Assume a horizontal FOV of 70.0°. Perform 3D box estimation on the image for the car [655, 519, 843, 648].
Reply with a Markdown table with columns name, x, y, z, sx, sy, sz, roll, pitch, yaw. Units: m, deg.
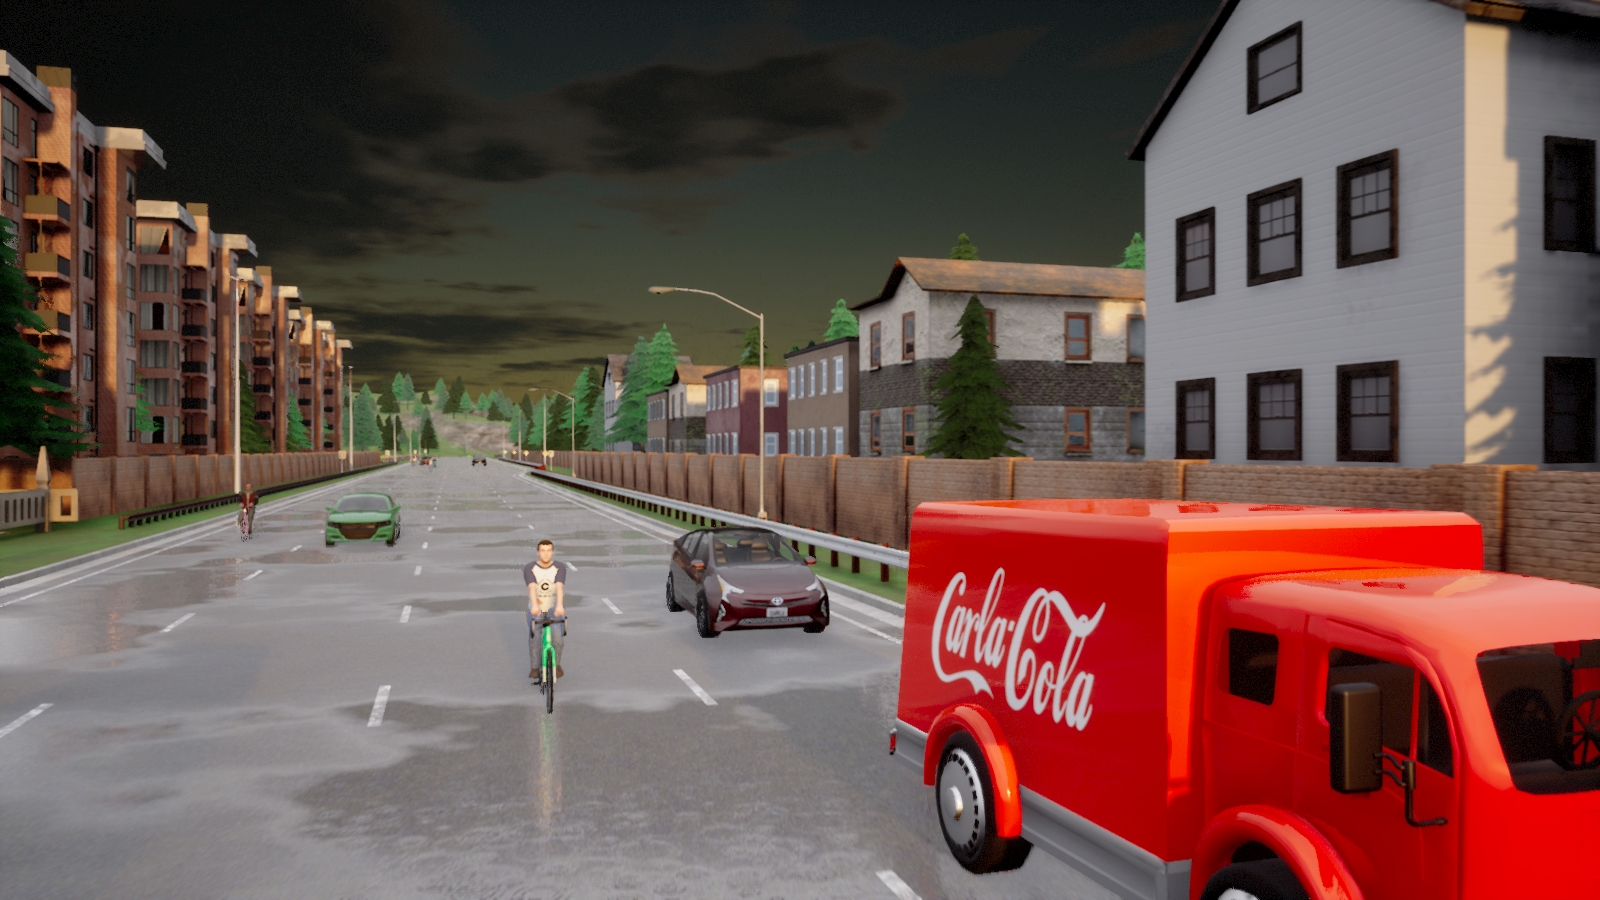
| name | x | y | z | sx | sy | sz | roll | pitch | yaw |
| --- | --- | --- | --- | --- | --- | --- | --- | --- | --- |
| car | -0.986 | 2.038 | 18.648 | 2.007 | 1.525 | 4.514 | 0 | 0 | -17 |

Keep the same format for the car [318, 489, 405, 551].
| name | x | y | z | sx | sy | sz | roll | pitch | yaw |
| --- | --- | --- | --- | --- | --- | --- | --- | --- | --- |
| car | -13.098 | 2.032 | 34.396 | 2.097 | 1.535 | 5.006 | 0 | 0 | -17 |

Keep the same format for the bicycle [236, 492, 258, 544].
| name | x | y | z | sx | sy | sz | roll | pitch | yaw |
| --- | --- | --- | --- | --- | --- | --- | --- | --- | --- |
| bicycle | -16.936 | 2.059 | 35.004 | 0.329 | 1.471 | 1.835 | 0 | 0 | -17 |

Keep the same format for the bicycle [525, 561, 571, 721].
| name | x | y | z | sx | sy | sz | roll | pitch | yaw |
| --- | --- | --- | --- | --- | --- | --- | --- | --- | --- |
| bicycle | -2.810 | 2.055 | 12.653 | 0.373 | 1.496 | 1.643 | 0 | 0 | -17 |

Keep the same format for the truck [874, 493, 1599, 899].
| name | x | y | z | sx | sy | sz | roll | pitch | yaw |
| --- | --- | --- | --- | --- | --- | --- | --- | --- | --- |
| truck | 2.608 | 1.575 | 6.821 | 2.627 | 2.467 | 5.204 | 0 | -1 | -17 |
